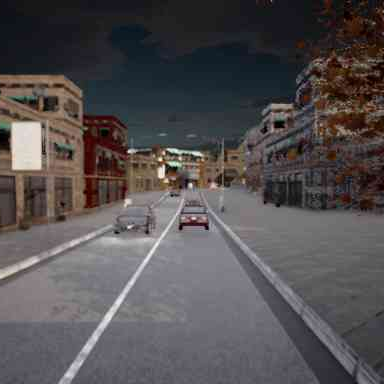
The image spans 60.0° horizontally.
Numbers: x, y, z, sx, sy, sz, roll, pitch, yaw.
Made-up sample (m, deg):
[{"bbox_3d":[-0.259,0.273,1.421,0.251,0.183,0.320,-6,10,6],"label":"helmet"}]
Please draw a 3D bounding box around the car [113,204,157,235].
[{"bbox_3d":[-3.095,1.495,18.834,1.837,1.490,4.892,0,0,0],"label":"car"}]

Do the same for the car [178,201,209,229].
[{"bbox_3d":[0.104,1.536,21.321,2.033,1.411,5.357,0,0,0],"label":"car"}]

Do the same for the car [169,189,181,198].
[{"bbox_3d":[-3.015,0.214,60.209,2.033,1.411,5.357,0,4,1],"label":"car"}]

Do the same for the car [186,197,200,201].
[{"bbox_3d":[0.115,1.280,42.766,1.895,1.301,4.718,0,2,0],"label":"car"}]
